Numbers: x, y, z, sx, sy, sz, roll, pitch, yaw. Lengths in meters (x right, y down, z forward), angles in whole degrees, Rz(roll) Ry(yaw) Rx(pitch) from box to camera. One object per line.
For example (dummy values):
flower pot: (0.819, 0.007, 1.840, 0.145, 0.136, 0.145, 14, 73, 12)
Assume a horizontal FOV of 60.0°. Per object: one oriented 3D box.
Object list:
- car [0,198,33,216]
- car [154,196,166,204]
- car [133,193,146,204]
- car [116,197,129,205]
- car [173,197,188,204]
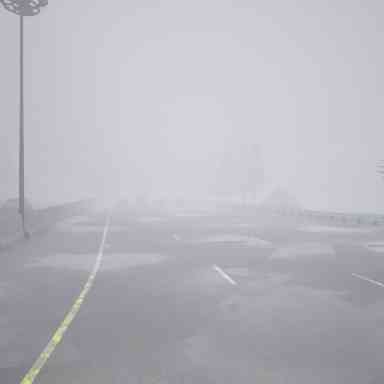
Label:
car: (-17.038, 1.351, 32.185, 2.097, 1.767, 4.553, 0, 0, -13)
car: (-6.005, 1.547, 62.674, 2.033, 1.411, 5.357, 0, 0, -12)
car: (-10.336, 1.221, 65.878, 2.150, 2.045, 5.566, 0, 0, -13)
car: (-12.291, 1.547, 58.907, 2.033, 1.411, 5.357, 0, 0, -15)
car: (-2.140, 1.546, 61.540, 2.033, 1.411, 5.357, 0, 0, -13)
